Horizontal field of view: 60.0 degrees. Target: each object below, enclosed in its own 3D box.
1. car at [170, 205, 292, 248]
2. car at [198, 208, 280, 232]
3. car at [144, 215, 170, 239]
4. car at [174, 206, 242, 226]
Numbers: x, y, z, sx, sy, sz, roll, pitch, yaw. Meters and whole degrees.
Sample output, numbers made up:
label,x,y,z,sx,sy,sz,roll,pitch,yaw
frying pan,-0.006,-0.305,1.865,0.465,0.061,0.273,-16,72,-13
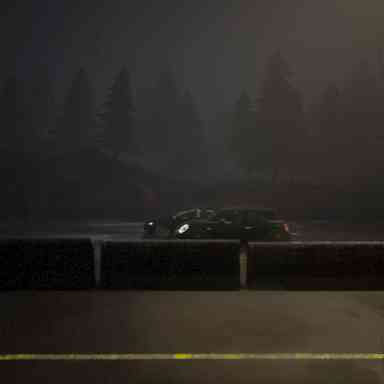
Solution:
label,x,y,z,sx,sy,sz,roll,pitch,yaw
car,1.553,1.411,13.455,4.553,1.767,2.097,0,0,-1
car,2.784,1.694,20.476,4.718,1.301,1.895,0,0,-1
car,0.048,1.553,16.928,4.902,1.511,2.128,0,0,-1
car,1.090,1.696,23.947,4.718,1.301,1.895,0,0,-1
